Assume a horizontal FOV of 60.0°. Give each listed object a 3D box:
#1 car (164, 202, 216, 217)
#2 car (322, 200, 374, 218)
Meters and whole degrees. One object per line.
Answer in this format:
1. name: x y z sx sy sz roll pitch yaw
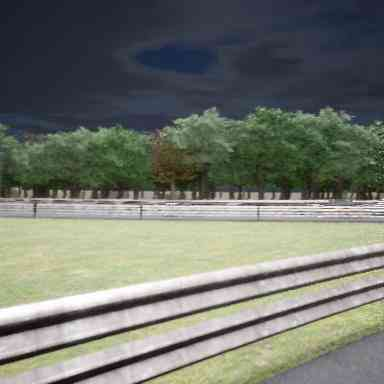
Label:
1. car: -0.161 1.787 34.489 5.357 1.411 2.033 0 0 8
2. car: 15.126 1.587 32.306 4.553 1.767 2.097 0 0 8
